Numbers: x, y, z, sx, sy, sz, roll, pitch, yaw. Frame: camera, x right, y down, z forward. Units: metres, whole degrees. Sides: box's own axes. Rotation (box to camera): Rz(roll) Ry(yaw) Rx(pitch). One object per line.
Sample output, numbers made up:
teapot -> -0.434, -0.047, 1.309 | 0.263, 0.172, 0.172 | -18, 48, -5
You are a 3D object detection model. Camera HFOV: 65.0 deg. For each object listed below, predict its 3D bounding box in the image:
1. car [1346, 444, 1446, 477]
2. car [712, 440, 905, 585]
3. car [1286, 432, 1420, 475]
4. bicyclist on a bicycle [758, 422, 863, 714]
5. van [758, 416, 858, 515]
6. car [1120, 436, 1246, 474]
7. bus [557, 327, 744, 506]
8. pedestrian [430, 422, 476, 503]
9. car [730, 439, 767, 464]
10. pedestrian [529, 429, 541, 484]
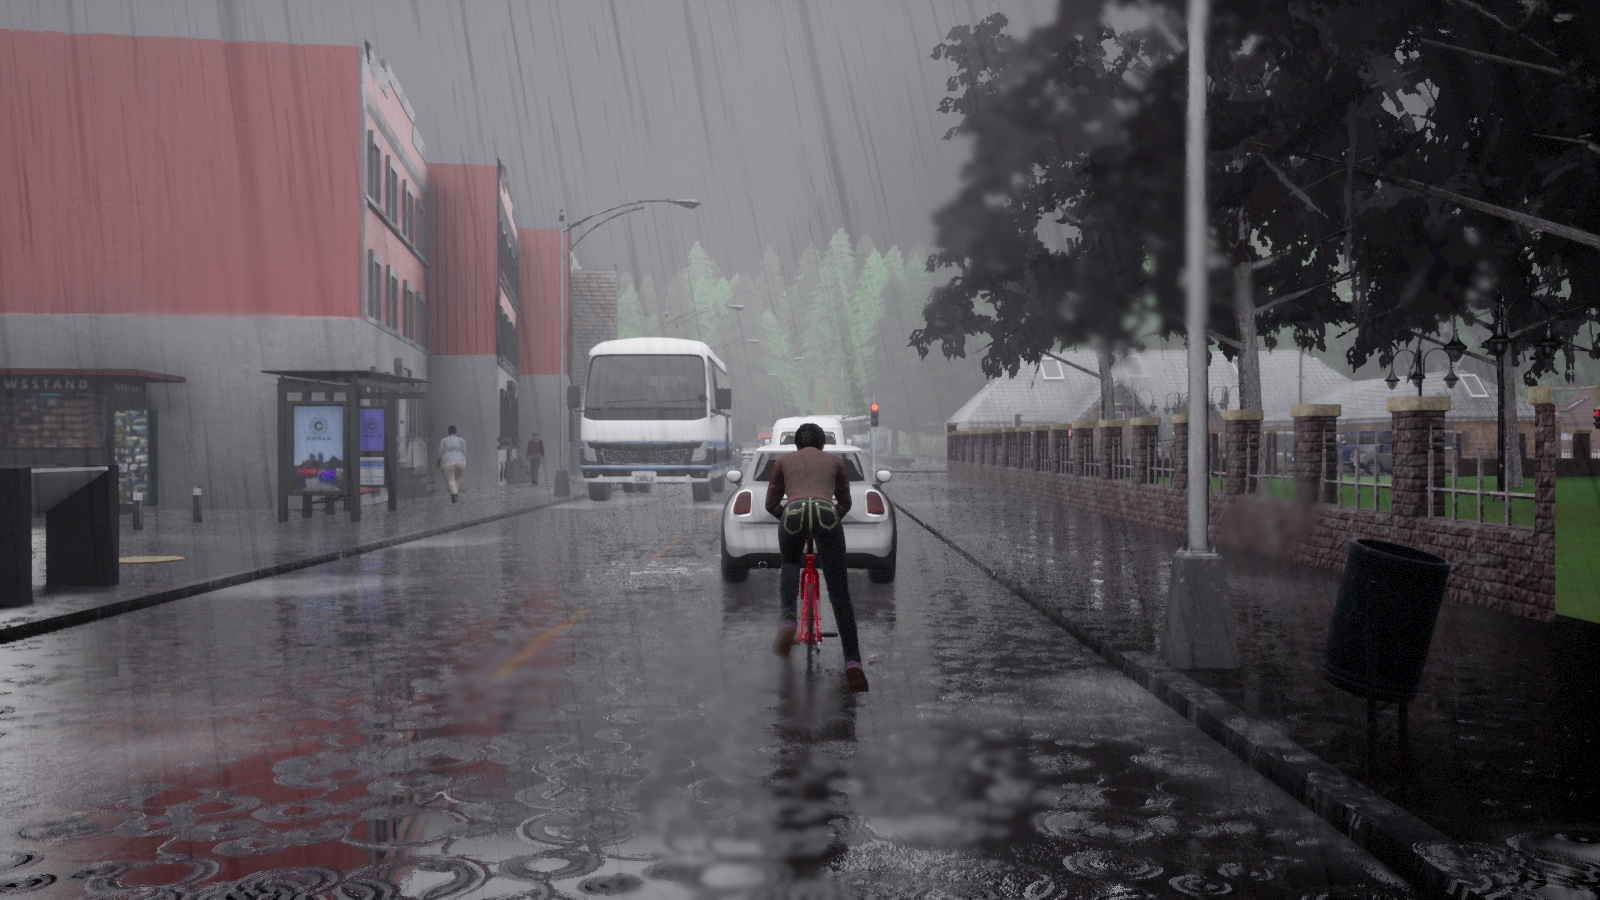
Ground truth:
car -> 26.893, 0.462, 56.757 | 3.633, 1.501, 1.845 | 0, 0, -1
car -> 0.104, 0.629, 14.715 | 1.970, 1.475, 3.806 | 0, 0, 0
car -> 26.718, 0.144, 60.805 | 5.566, 2.045, 2.150 | 0, 0, 0
bicyclist on a bicycle -> 0.062, 0.655, 7.794 | 0.582, 1.620, 1.656 | 0, 0, 0
van -> 0.184, 0.311, 28.196 | 2.069, 2.038, 4.480 | 0, 0, 1
car -> 17.275, 0.218, 56.805 | 5.027, 1.651, 2.152 | 0, 0, -1
bus -> -3.789, -0.830, 34.931 | 3.944, 4.253, 10.273 | 0, 0, 0
pedestrian -> -8.138, 0.283, 29.460 | 0.874, 1.855, 0.900 | 0, 0, -27
car -> -3.469, 0.110, 84.972 | 2.242, 1.667, 4.611 | 0, 0, 1
pedestrian -> -8.910, 0.211, 42.199 | 0.376, 1.854, 0.720 | 0, 0, -9
